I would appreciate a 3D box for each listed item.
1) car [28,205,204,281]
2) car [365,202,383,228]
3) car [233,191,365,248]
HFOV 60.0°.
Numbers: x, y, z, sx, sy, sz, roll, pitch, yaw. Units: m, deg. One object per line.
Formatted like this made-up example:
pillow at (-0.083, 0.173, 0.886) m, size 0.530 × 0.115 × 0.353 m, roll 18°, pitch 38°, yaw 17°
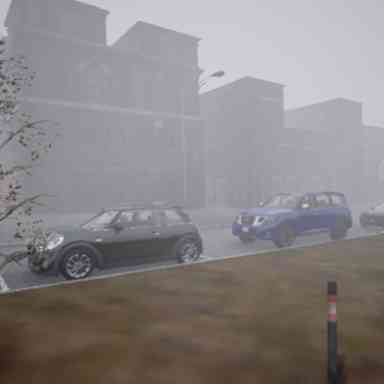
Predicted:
car at (-1.963, 1.163, 9.191) m, size 4.553 × 1.767 × 2.185 m, roll 0°, pitch 0°, yaw -33°
car at (11.543, 1.239, 18.855) m, size 5.008 × 1.535 × 2.097 m, roll 0°, pitch 0°, yaw -33°
car at (4.260, 1.005, 13.646) m, size 5.566 × 2.045 × 2.435 m, roll 0°, pitch 0°, yaw -33°
